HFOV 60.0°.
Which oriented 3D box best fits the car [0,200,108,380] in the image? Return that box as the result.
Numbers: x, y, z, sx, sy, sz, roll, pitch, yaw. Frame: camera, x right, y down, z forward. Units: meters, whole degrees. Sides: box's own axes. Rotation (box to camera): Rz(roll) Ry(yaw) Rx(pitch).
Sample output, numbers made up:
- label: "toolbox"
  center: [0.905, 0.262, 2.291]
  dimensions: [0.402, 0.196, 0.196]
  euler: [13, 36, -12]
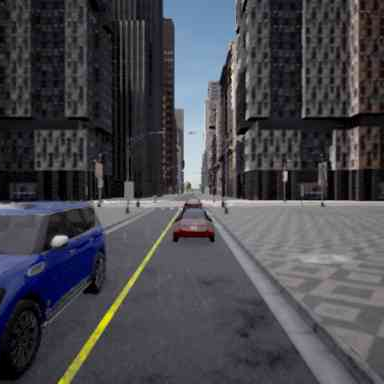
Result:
- label: "car"
  center: [-3.091, 1.211, 5.831]
  dimensions: [2.150, 2.045, 5.566]
  euler: [0, 0, 0]

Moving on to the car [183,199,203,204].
- label: "car"
  center: [0.098, 1.420, 33.536]
  dimensions: [1.882, 1.535, 5.008]
  euler: [0, 0, 0]

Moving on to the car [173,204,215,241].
- label: "car"
  center: [0.094, 1.534, 16.601]
  dimensions: [1.994, 1.385, 4.181]
  euler: [0, 0, 0]
